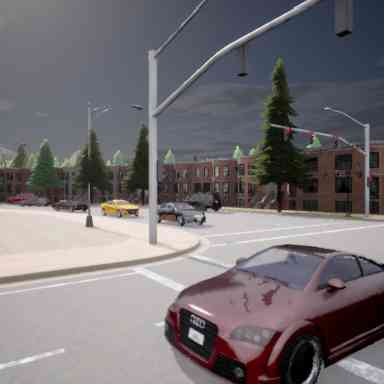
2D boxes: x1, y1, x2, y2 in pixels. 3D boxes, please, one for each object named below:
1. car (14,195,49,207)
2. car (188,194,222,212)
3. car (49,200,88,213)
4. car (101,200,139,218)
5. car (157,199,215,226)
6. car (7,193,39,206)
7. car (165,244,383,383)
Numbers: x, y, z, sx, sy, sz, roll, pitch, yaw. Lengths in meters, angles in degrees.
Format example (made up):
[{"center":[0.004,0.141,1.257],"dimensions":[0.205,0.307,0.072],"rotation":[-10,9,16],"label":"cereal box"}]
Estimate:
[{"center":[-24.113,1.547,51.176],"dimensions":[5.357,1.411,2.033],"rotation":[0,0,17],"label":"car"},{"center":[0.998,1.221,38.423],"dimensions":[2.150,2.045,5.566],"rotation":[0,0,-39],"label":"car"},{"center":[-13.904,1.601,37.963],"dimensions":[4.718,1.301,1.895],"rotation":[0,0,37],"label":"car"},{"center":[-6.732,1.478,30.902],"dimensions":[1.882,1.535,5.008],"rotation":[0,0,-40],"label":"car"},{"center":[-0.978,1.492,23.340],"dimensions":[2.128,1.511,4.902],"rotation":[0,0,-36],"label":"car"},{"center":[-28.156,1.219,55.782],"dimensions":[5.566,2.045,2.150],"rotation":[0,0,12],"label":"car"},{"center":[1.672,1.564,5.190],"dimensions":[4.181,1.385,1.994],"rotation":[0,0,-36],"label":"car"}]
